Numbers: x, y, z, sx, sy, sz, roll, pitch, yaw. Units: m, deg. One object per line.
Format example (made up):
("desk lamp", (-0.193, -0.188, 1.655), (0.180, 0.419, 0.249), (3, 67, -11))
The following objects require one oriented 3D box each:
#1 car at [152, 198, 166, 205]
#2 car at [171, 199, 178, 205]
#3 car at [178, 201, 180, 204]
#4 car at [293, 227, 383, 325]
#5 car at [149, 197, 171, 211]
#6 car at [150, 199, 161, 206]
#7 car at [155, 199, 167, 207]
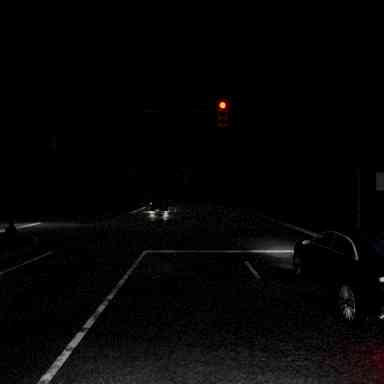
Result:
("car", (-8.317, 2.354, 83.151), (1.882, 1.535, 5.008), (0, -1, -25))
("car", (-5.145, 2.222, 74.201), (1.994, 1.385, 4.181), (0, -1, -19))
("car", (-4.690, 2.450, 83.541), (1.895, 1.301, 4.718), (0, -1, -22))
("car", (3.586, 1.492, 7.071), (2.128, 1.511, 4.902), (0, 0, 1))
("car", (-4.075, 1.412, 41.350), (2.097, 1.767, 4.553), (0, -1, -1))
("car", (-7.914, 2.144, 71.142), (1.812, 1.442, 4.674), (0, -1, -13))
("car", (-5.305, 1.895, 56.860), (1.895, 1.301, 4.718), (0, -1, -8))
